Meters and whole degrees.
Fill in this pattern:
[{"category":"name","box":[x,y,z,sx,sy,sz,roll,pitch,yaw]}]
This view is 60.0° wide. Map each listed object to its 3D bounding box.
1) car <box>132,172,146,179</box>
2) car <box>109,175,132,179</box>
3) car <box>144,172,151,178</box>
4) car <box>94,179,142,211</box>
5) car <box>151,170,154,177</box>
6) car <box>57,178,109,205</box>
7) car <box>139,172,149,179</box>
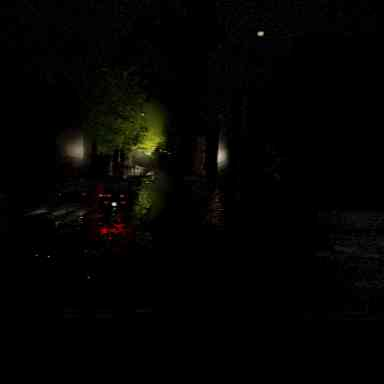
[{"category":"car","box":[-7.933,-1.549,45.056,2.033,1.411,5.357,2,4,-2]},{"category":"car","box":[-7.606,-0.741,33.025,2.033,1.411,5.357,2,4,-3]},{"category":"car","box":[-11.637,-3.944,79.549,2.008,1.369,4.403,3,4,-2]},{"category":"car","box":[-4.251,0.211,19.889,1.837,1.490,4.892,1,4,-4]},{"category":"car","box":[-11.877,-4.413,86.665,2.008,1.369,4.403,3,4,-2]},{"category":"car","box":[-7.349,-0.098,22.384,1.882,1.535,5.008,2,4,0]},{"category":"car","box":[-11.734,-4.100,81.515,1.752,1.417,4.829,3,4,-2]}]
